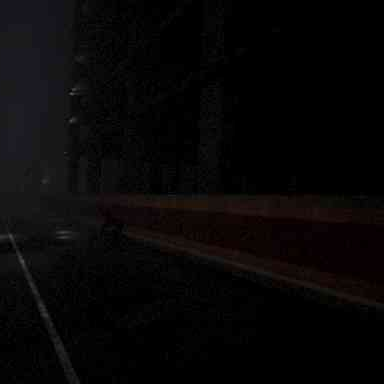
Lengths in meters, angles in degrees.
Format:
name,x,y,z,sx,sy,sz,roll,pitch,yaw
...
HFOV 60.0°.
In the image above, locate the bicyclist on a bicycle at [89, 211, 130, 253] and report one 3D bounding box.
name,x,y,z,sx,sy,sz,roll,pitch,yaw
bicyclist on a bicycle,-3.239,1.597,13.250,1.656,1.620,0.582,3,-2,-31
